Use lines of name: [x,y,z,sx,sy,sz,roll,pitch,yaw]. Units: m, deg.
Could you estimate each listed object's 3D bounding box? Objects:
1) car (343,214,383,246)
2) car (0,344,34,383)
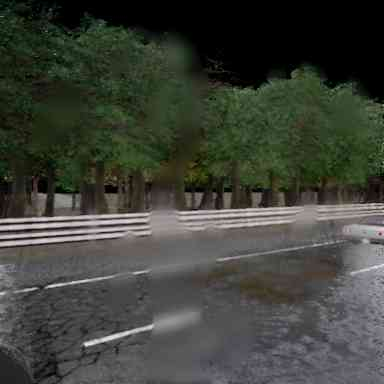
car: [8.514,1.601,14.124,4.718,1.301,1.895,0,0,-35]
car: [-3.287,1.504,1.403,4.892,1.490,1.837,0,0,-35]
